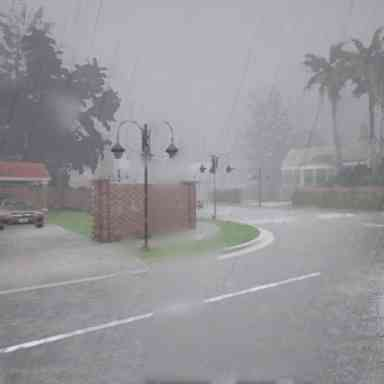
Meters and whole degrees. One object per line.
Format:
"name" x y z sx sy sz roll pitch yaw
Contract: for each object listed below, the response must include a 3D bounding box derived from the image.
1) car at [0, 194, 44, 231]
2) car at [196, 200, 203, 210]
"car" -9.872 1.121 18.678 2.152 1.636 5.027 0 0 -35
"car" -0.699 1.217 37.105 2.128 1.511 4.902 0 0 -33
